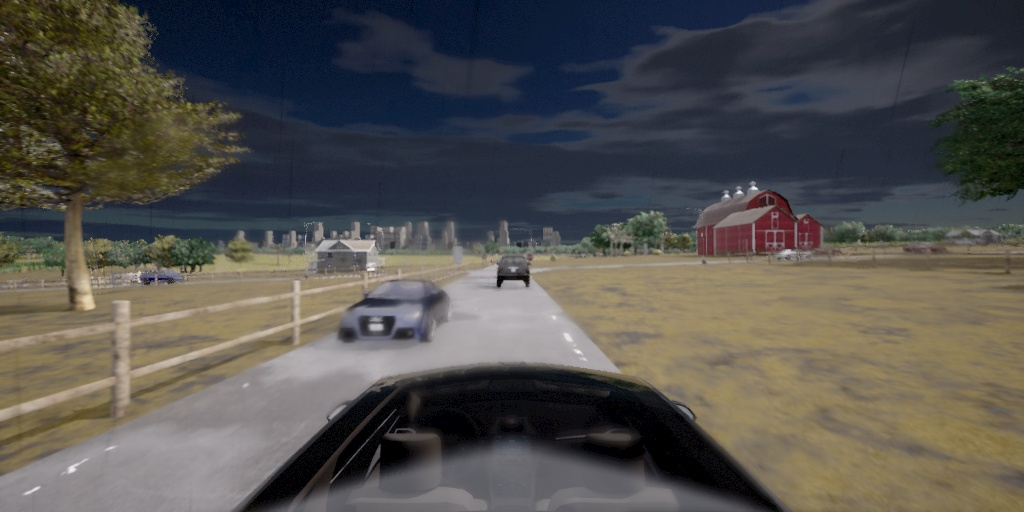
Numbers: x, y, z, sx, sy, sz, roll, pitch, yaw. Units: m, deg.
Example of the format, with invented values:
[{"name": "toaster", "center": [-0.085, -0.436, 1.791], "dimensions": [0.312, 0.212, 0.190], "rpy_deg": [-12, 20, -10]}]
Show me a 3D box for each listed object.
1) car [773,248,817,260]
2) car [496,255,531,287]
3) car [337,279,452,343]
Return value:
[{"name": "car", "center": [39.065, -0.182, 50.025], "dimensions": [4.674, 1.442, 1.812], "rpy_deg": [-2, 0, 0]}, {"name": "car", "center": [0.099, 0.985, 24.568], "dimensions": [2.150, 2.045, 5.566], "rpy_deg": [0, -1, 0]}, {"name": "car", "center": [-2.848, 1.320, 9.541], "dimensions": [1.994, 1.385, 4.181], "rpy_deg": [0, 0, 0]}]
